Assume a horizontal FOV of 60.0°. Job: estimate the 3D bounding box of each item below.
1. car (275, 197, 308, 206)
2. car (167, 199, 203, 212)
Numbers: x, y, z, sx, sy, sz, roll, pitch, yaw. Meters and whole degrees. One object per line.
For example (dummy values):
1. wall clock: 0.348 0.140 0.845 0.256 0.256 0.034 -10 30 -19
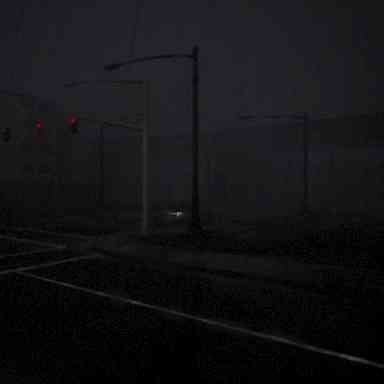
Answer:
1. car: 16.167 1.592 53.951 5.357 1.411 2.033 0 0 -15
2. car: -0.691 1.600 39.995 2.033 1.411 5.357 0 0 33
